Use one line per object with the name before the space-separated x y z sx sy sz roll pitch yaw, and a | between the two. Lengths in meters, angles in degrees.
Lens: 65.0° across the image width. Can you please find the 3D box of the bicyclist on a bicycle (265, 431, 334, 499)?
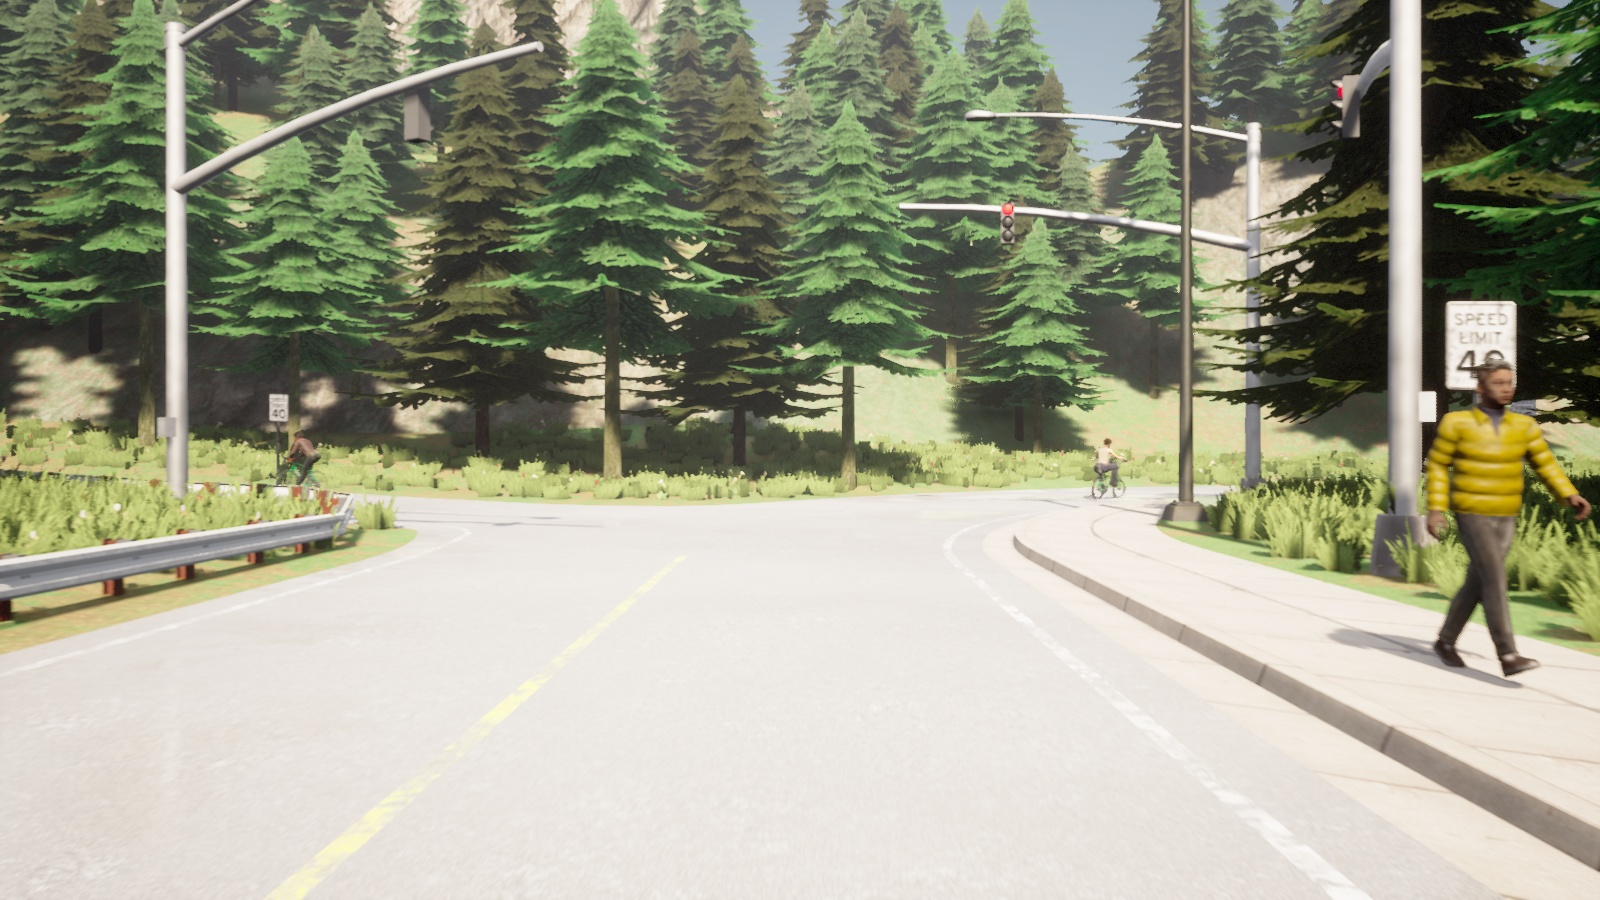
bicyclist on a bicycle | -12.367 0.356 30.993 1.656 1.620 0.582 2 1 25

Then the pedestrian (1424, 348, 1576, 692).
pedestrian | 3.923 0.372 7.072 0.431 1.840 0.709 0 0 -3

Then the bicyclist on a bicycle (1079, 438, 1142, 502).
bicyclist on a bicycle | 8.126 0.505 32.853 1.509 1.612 0.866 0 1 -43
